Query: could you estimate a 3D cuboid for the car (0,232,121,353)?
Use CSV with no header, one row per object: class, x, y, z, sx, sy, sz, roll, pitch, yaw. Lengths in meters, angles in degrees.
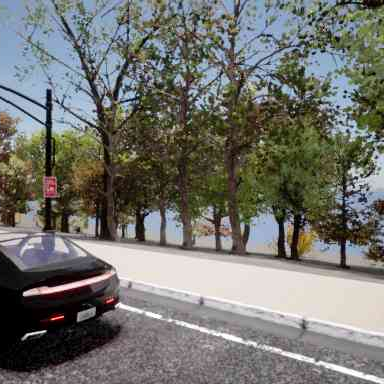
car,-3.403,1.490,6.093,4.902,1.511,2.128,0,0,37
